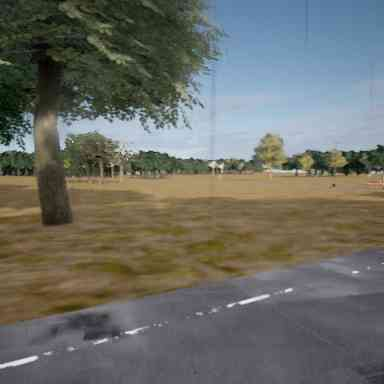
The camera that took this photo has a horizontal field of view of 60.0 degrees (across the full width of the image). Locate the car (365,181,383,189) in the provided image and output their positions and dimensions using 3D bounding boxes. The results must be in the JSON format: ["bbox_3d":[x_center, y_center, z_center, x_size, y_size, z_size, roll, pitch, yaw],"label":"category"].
[{"bbox_3d":[40.626,-1.697,72.952,2.097,1.767,4.553,-2,3,-34],"label":"car"}]
